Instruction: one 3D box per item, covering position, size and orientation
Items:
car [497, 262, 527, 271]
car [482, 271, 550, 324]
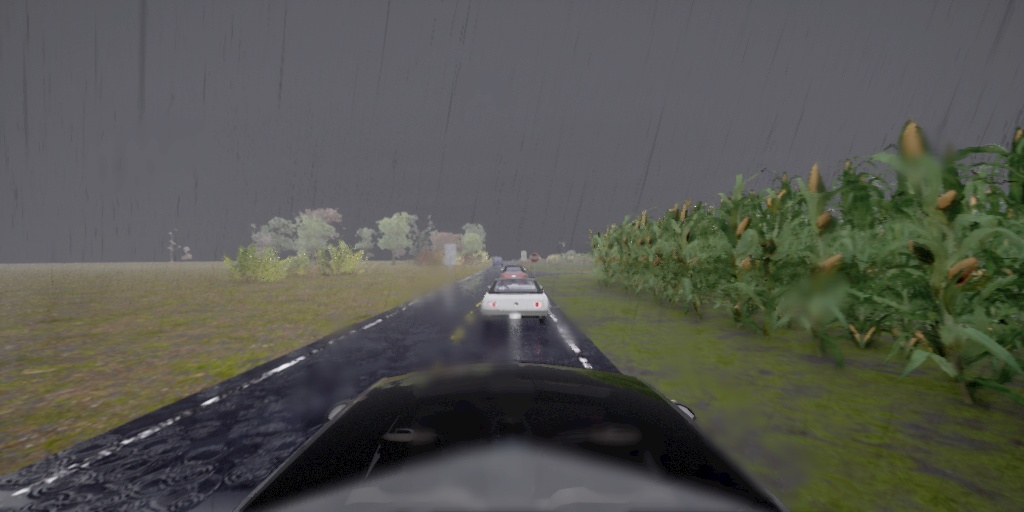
[{"bbox_3d":[0.117,1.364,26.105,1.994,1.385,4.181,0,0,0],"label":"car"},{"bbox_3d":[0.106,1.369,12.059,1.895,1.301,4.718,0,0,0],"label":"car"}]
